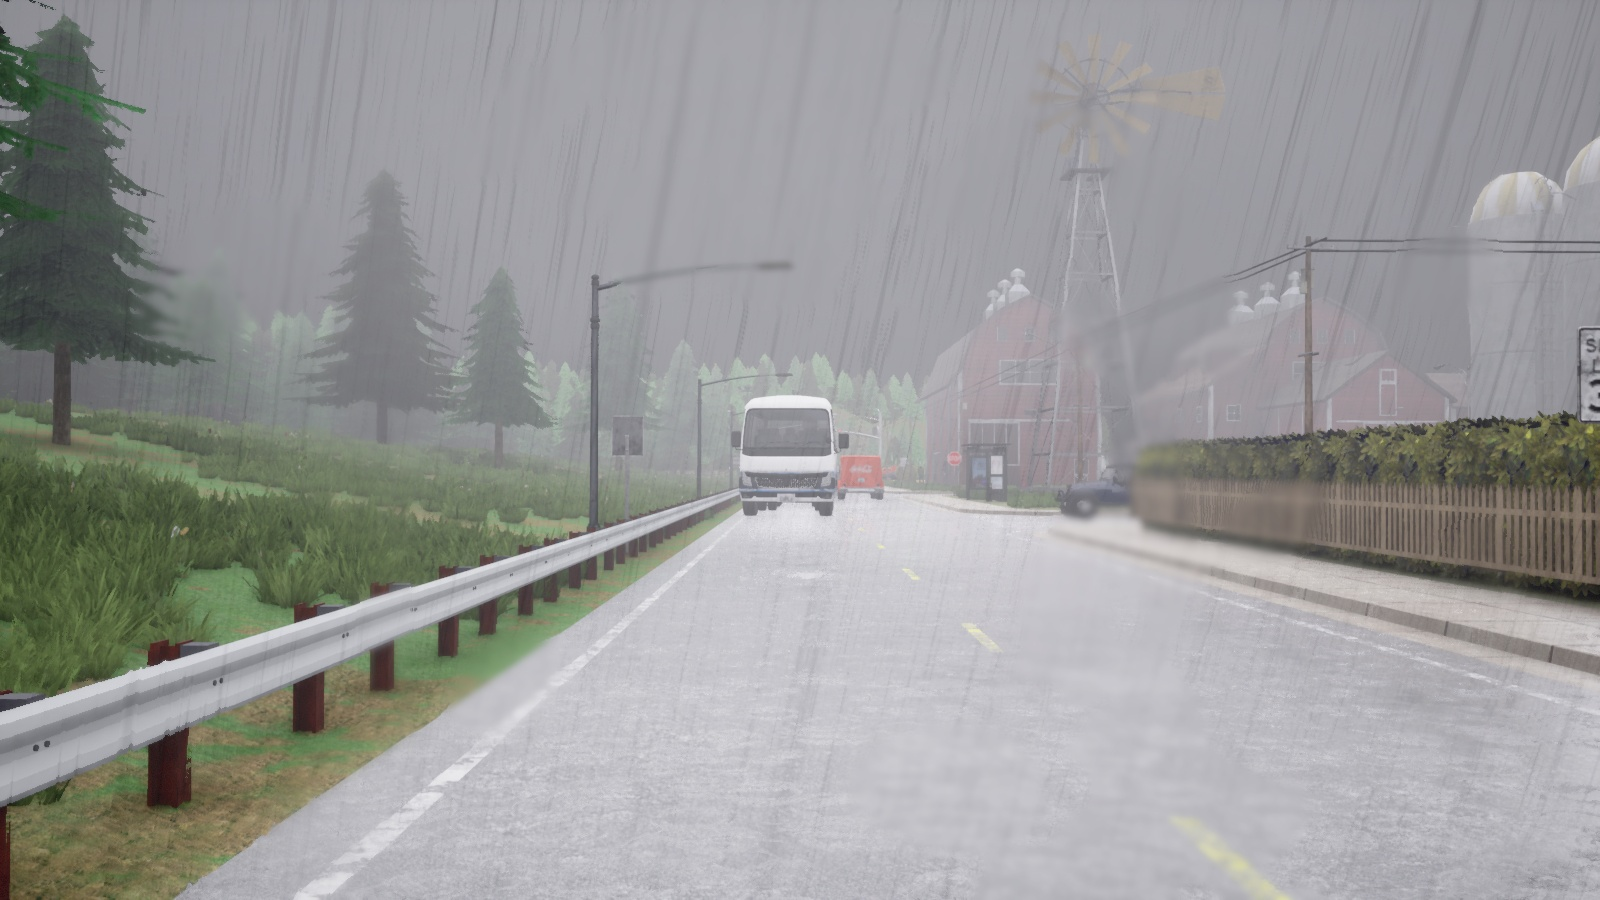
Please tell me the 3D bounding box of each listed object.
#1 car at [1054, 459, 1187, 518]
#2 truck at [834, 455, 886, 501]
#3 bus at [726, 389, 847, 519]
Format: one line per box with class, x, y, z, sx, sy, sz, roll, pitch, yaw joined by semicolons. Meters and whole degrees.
car;10.459;1.259;41.202;3.866;1.878;1.905;0;-1;-1
truck;3.333;1.507;70.561;2.627;2.467;5.204;0;0;0
bus;-0.270;0.221;46.673;3.944;4.253;10.273;0;-1;2
